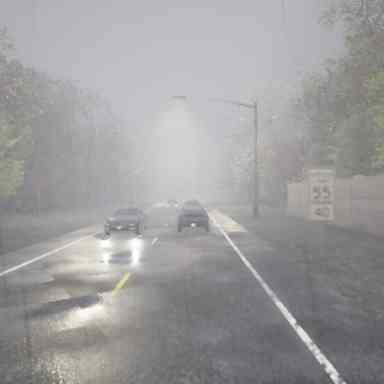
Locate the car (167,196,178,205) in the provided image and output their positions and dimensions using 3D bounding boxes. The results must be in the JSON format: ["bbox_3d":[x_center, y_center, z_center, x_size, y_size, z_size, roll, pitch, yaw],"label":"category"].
[{"bbox_3d":[-3.516,1.475,60.295,1.882,1.535,5.008,0,0,1],"label":"car"}]

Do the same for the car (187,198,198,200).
[{"bbox_3d":[0.110,1.521,40.605,1.837,1.490,4.892,0,0,0],"label":"car"}]

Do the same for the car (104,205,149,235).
[{"bbox_3d":[-3.595,1.524,18.832,1.837,1.490,4.892,0,0,0],"label":"car"}]

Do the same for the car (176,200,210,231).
[{"bbox_3d":[0.079,1.518,20.543,1.837,1.490,4.892,-1,1,0],"label":"car"}]
